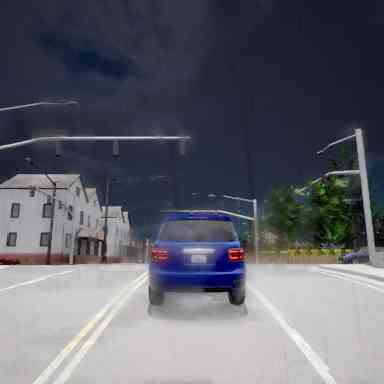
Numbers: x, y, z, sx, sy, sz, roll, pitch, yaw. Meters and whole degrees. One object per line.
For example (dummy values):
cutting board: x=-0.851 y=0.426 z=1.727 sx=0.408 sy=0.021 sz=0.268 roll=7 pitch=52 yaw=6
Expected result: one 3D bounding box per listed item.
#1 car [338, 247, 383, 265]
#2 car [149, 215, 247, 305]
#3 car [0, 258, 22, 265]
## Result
car: x=15.424 y=5.661 z=29.616 sx=4.553 sy=1.767 sz=2.097 roll=0 pitch=-12 yaw=1
car: x=0.078 y=1.762 z=9.312 sx=2.150 sy=2.045 sz=5.566 roll=0 pitch=-7 yaw=-1
car: x=-16.139 y=5.784 z=26.194 sx=4.718 sy=1.301 sz=1.895 roll=-8 pitch=-12 yaw=-1
